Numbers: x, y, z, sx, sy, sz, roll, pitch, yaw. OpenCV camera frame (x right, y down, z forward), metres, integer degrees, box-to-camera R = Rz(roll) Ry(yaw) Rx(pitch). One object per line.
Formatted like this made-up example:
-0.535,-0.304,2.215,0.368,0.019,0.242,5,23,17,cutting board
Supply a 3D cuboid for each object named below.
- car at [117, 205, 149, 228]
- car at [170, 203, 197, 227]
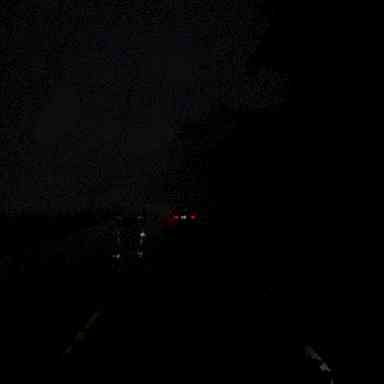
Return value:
-4.319,1.734,24.785,1.882,1.535,5.008,0,-1,-3,car
-0.637,1.816,25.342,2.033,1.411,5.357,0,-1,-3,car
